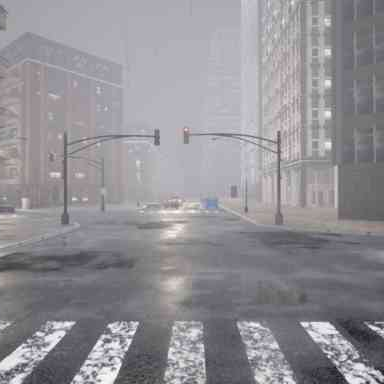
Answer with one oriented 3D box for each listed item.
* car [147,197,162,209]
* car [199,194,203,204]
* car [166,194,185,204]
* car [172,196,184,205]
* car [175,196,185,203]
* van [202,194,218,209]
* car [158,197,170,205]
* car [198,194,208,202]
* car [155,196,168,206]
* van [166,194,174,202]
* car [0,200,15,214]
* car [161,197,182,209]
[{"bbox_3d":[-5.213,1.570,45.740,1.752,1.417,4.829,0,0,0],"label":"car"},{"bbox_3d":[2.715,1.644,68.102,1.887,1.381,4.507,0,0,0],"label":"car"},{"bbox_3d":[-2.706,1.415,54.165,2.097,1.767,4.553,0,0,0],"label":"car"},{"bbox_3d":[-2.658,1.580,64.005,2.128,1.511,4.902,0,0,1],"label":"car"},{"bbox_3d":[-2.590,1.669,73.887,1.994,1.385,4.181,0,0,0],"label":"car"},{"bbox_3d":[2.668,1.386,45.893,1.690,1.788,3.998,0,0,0],"label":"van"},{"bbox_3d":[-5.177,1.650,62.568,1.947,1.339,4.313,0,0,0],"label":"car"},{"bbox_3d":[2.750,1.467,84.761,2.192,1.841,5.009,0,0,0],"label":"car"},{"bbox_3d":[-5.189,1.510,57.016,1.967,1.590,4.097,0,0,0],"label":"car"},{"bbox_3d":[-5.140,1.474,79.224,1.690,1.788,3.998,0,0,0],"label":"van"},{"bbox_3d":[-21.386,1.669,36.878,5.008,1.535,1.882,0,0,41],"label":"car"},{"bbox_3d":[-2.731,1.644,45.039,1.895,1.301,4.718,0,0,0],"label":"car"}]
